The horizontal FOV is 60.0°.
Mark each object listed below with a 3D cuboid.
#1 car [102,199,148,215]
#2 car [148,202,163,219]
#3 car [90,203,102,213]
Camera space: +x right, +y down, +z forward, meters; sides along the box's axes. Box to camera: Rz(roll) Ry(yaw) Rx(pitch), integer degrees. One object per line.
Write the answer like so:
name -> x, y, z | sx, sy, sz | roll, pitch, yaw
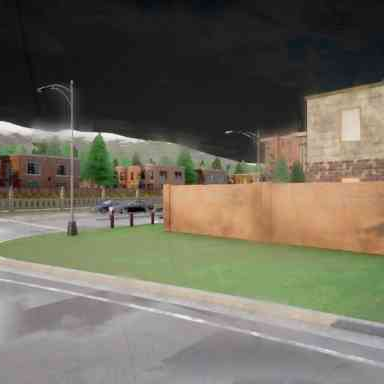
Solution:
car -> -6.077, 1.490, 33.343 | 2.128, 1.511, 4.902 | 0, 0, 41
car -> -0.900, 1.547, 28.629 | 2.033, 1.411, 5.357 | 0, 0, 41
car -> -8.637, 1.526, 35.702 | 1.812, 1.442, 4.674 | 0, 0, 41
